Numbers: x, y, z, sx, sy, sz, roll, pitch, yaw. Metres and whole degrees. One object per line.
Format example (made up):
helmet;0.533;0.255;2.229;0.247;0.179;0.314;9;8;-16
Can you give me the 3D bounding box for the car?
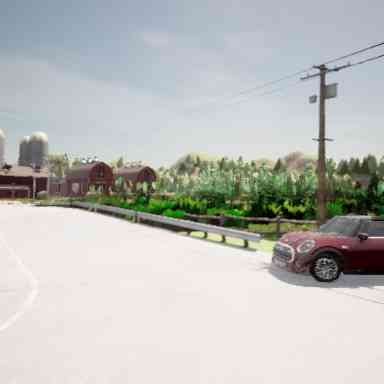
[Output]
car;4.691;1.461;9.564;4.553;1.767;2.097;2;-1;-7
